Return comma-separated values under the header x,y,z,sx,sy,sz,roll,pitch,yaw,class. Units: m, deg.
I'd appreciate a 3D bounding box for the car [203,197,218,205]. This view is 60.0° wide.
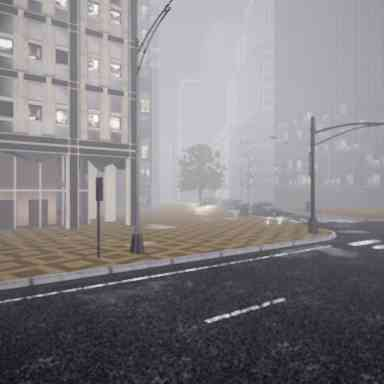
x,y,z,sx,sy,sz,roll,pitch,yaw,class
3.507,1.746,66.050,2.097,1.767,4.553,0,0,-7,car

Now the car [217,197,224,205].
x,y,z,sx,sy,sz,roll,pitch,yaw,class
6.905,1.860,63.410,2.128,1.511,4.902,0,0,-7,car

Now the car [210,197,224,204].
x,y,z,sx,sy,sz,roll,pitch,yaw,class
5.554,1.873,73.739,2.128,1.511,4.902,0,0,-7,car

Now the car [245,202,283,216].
x,y,z,sx,sy,sz,roll,pitch,yaw,class
7.554,1.707,34.525,2.033,1.411,5.357,0,0,-7,car

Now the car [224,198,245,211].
x,y,z,sx,sy,sz,roll,pitch,yaw,class
6.156,1.715,45.284,1.882,1.535,5.008,0,1,-7,car
